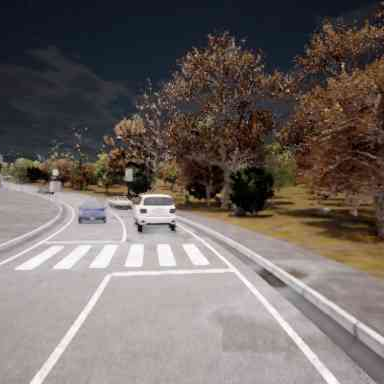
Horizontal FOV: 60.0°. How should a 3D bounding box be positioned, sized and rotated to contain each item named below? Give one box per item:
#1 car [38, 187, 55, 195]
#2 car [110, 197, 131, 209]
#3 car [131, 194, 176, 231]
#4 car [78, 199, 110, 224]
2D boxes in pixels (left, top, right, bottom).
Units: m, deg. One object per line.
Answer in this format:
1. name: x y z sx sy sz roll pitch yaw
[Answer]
1. car: -26.419 -0.261 60.222 2.033 1.411 5.357 2 2 -39
2. car: -8.347 1.182 38.219 1.895 1.301 4.718 1 1 -24
3. car: -2.346 1.155 20.227 2.150 2.045 5.566 0 0 -12
4. car: -7.008 1.377 23.563 1.812 1.442 4.674 1 1 -16
